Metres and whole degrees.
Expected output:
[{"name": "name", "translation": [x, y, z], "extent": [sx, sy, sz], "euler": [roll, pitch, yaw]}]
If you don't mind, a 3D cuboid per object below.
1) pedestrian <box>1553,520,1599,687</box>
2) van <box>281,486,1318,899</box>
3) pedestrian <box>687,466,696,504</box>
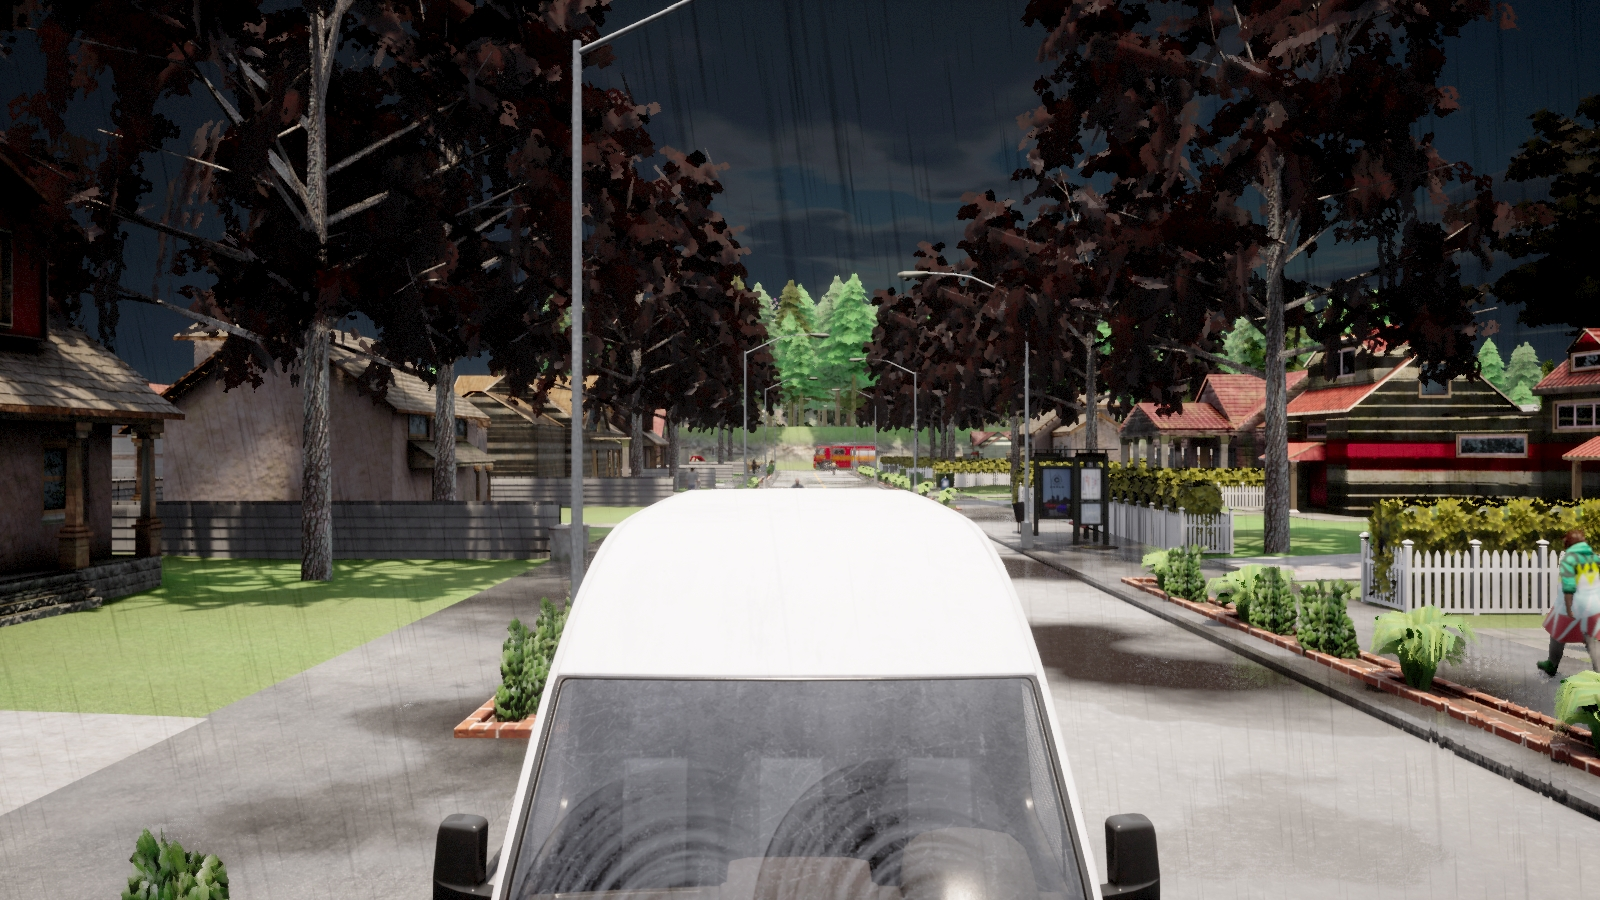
[{"name": "pedestrian", "translation": [8.942, 1.744, 13.100], "extent": [0.375, 1.860, 0.375], "euler": [0, 0, 0]}, {"name": "van", "translation": [-0.006, 1.534, 5.149], "extent": [1.988, 2.561, 5.915], "euler": [0, 0, 0]}, {"name": "pedestrian", "translation": [-5.389, 1.743, 56.715], "extent": [0.375, 1.860, 0.375], "euler": [0, 0, 0]}]
